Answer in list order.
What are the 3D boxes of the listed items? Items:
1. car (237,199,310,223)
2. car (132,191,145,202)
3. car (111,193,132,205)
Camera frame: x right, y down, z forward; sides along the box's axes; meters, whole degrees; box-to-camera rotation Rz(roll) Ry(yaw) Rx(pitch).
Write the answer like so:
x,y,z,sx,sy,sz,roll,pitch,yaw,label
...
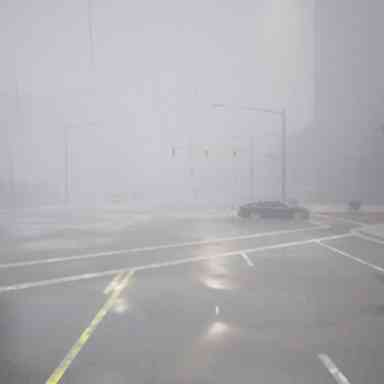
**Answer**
x,y,z,sx,sy,sz,roll,pitch,yaw,label
5.503,1.272,22.615,4.892,1.490,1.837,0,1,0,car
-10.510,0.800,64.962,2.150,2.045,5.566,0,0,0,car
-10.582,1.053,48.940,1.882,1.535,5.008,0,0,0,car
